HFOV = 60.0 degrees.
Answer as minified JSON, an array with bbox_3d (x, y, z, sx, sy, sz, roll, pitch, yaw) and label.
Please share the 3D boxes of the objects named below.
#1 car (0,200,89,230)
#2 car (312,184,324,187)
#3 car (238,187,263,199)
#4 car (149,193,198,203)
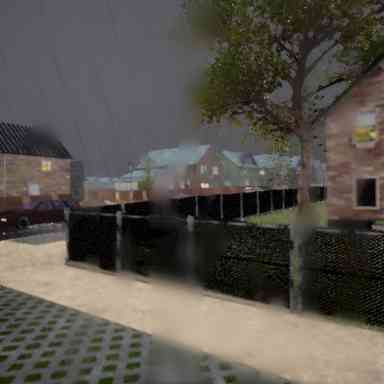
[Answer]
[{"bbox_3d":[-8.288,1.163,18.647,2.033,1.411,5.357,-1,2,35],"label":"car"},{"bbox_3d":[20.457,-0.505,53.345,2.128,1.511,4.902,-1,2,36],"label":"car"},{"bbox_3d":[6.991,0.183,39.737,2.128,1.511,4.902,-1,1,36],"label":"car"},{"bbox_3d":[-1.655,0.755,27.848,2.033,1.411,5.357,-1,2,36],"label":"car"}]
